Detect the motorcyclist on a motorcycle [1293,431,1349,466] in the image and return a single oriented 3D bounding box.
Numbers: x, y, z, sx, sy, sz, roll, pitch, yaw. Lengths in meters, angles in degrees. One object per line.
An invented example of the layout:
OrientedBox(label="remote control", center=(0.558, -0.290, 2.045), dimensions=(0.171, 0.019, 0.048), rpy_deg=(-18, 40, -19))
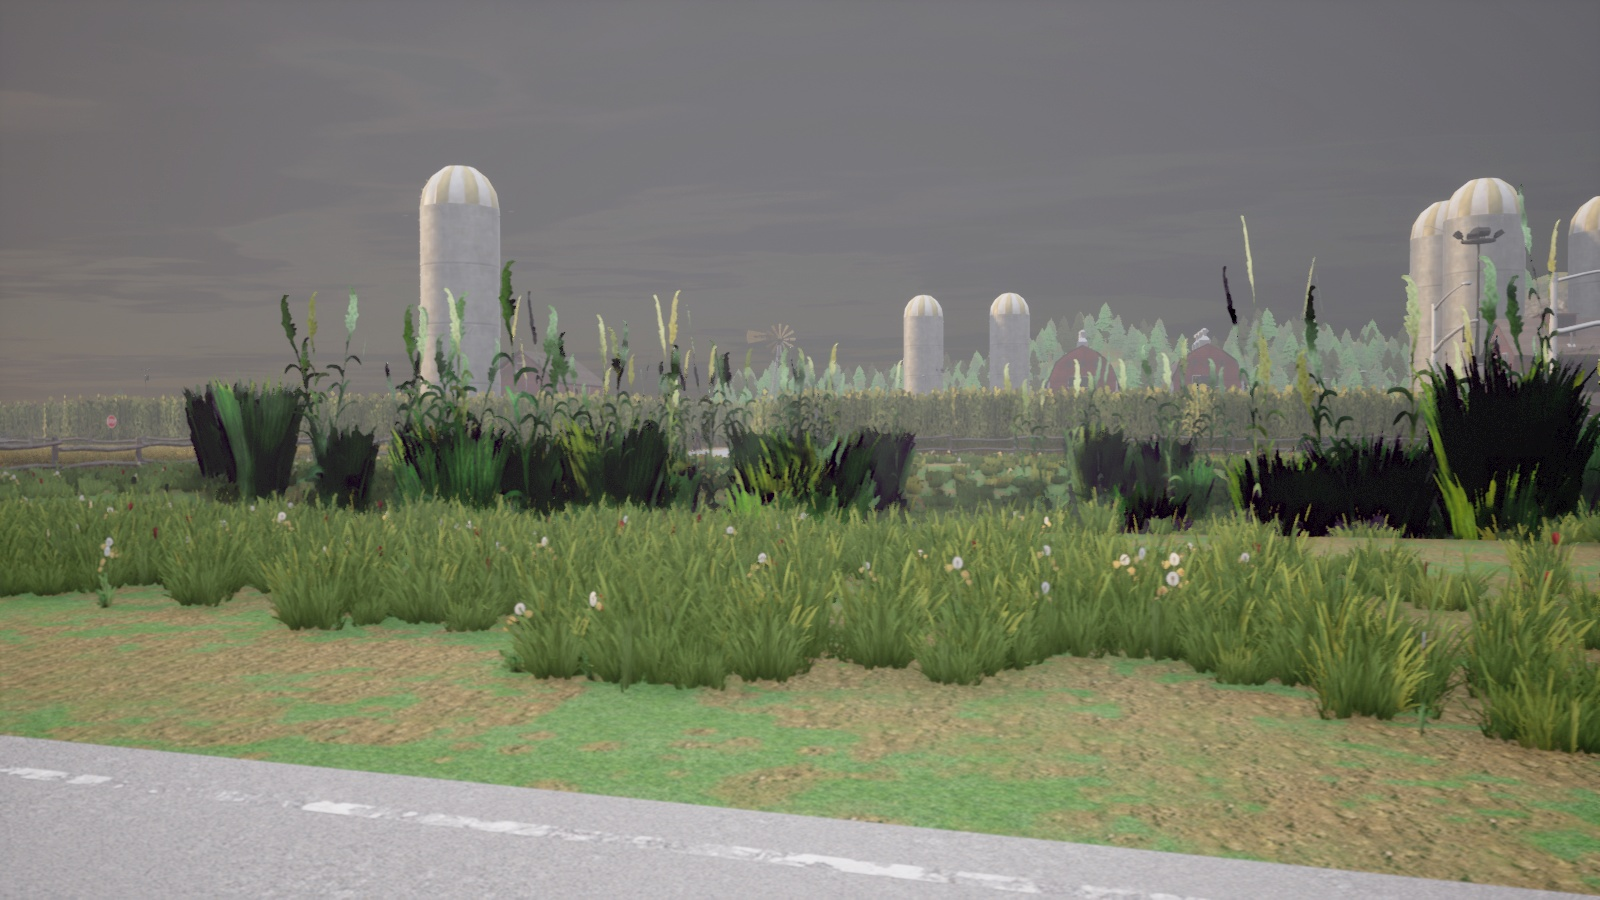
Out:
OrientedBox(label="motorcyclist on a motorcycle", center=(24.826, -0.082, 59.908), dimensions=(2.350, 1.649, 0.766), rpy_deg=(1, 1, 13))
